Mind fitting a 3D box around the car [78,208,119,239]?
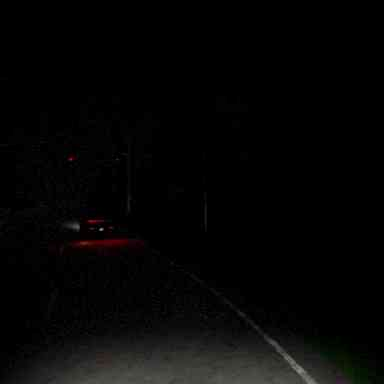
[{"bbox_3d":[-5.335,1.684,18.875,2.128,1.511,4.902,-1,0,-20],"label":"car"}]
